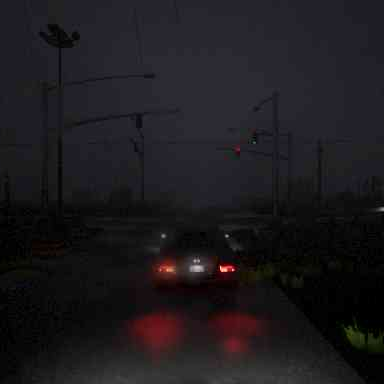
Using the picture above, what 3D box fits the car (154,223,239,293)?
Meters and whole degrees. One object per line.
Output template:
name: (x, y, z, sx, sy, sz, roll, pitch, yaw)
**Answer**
car: (0.090, 1.547, 8.996, 2.033, 1.411, 5.357, 0, 0, 0)
